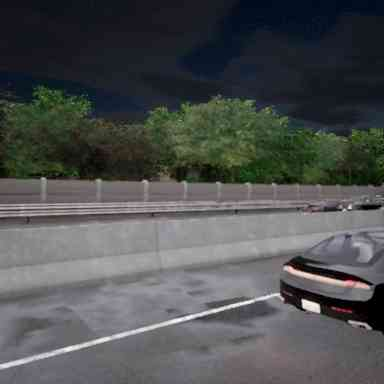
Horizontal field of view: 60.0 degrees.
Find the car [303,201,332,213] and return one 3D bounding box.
[{"bbox_3d":[14.035,1.644,34.953,5.357,1.411,2.033,0,0,-34],"label":"car"}]

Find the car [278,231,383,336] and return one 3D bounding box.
[{"bbox_3d":[3.785,1.514,6.421,4.902,1.511,2.128,0,0,-35],"label":"car"}]

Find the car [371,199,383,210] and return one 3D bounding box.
[{"bbox_3d":[18.164,1.607,29.286,4.892,1.490,1.837,0,0,-34],"label":"car"}]

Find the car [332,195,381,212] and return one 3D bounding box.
[{"bbox_3d":[16.457,1.322,32.359,5.566,2.045,2.150,0,0,-34],"label":"car"}]
